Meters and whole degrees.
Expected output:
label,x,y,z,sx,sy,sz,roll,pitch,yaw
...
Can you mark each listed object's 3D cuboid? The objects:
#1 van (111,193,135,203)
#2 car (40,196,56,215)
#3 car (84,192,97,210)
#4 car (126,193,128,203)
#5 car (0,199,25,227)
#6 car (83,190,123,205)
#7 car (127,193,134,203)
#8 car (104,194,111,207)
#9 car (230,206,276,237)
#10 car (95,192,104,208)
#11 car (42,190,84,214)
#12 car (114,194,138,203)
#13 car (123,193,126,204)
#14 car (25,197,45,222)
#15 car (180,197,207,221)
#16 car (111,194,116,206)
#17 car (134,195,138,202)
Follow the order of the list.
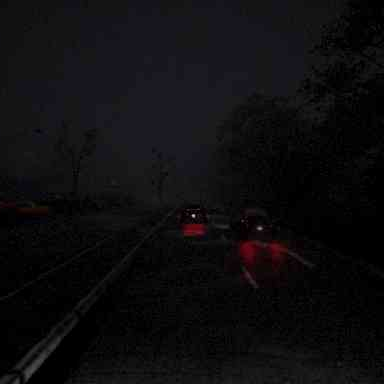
label,x,y,z,sx,sy,sz,roll,pitch,yaw
van,-13.606,1.187,65.704,4.442,1.987,1.878,-1,0,-19
car,-13.983,1.381,26.556,5.366,1.575,1.946,-1,0,-20
car,-13.773,1.235,38.634,4.553,1.767,2.185,-1,0,-20
car,-13.773,1.432,56.635,4.674,1.452,2.002,-1,0,-20
car,-13.793,1.154,20.637,5.566,2.045,2.435,-1,0,-20
car,-13.822,1.127,50.618,5.566,2.045,2.435,-1,0,-20
car,-13.793,1.149,59.632,5.566,2.045,2.435,-1,0,-20
car,-13.805,1.368,44.630,4.892,1.521,2.231,-1,0,-20
car,3.100,1.455,17.518,1.812,1.442,4.674,0,0,0
car,-13.834,1.238,41.620,4.553,1.767,2.185,-1,0,-20
car,-13.833,1.115,32.607,5.566,2.045,2.435,-1,0,-20
car,-13.631,1.296,68.682,4.553,1.767,2.185,-1,0,-19
car,-13.962,1.384,53.567,5.366,1.575,1.946,-1,0,-20
car,-13.638,1.385,23.690,5.366,1.575,1.946,-1,0,-20
car,0.101,1.397,25.746,1.837,1.490,4.892,0,0,0
car,-13.821,1.401,47.614,4.792,1.488,2.163,-1,0,-20
car,-13.721,1.156,62.668,5.566,2.045,2.435,-1,0,-20
